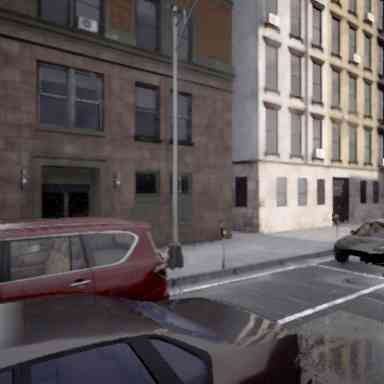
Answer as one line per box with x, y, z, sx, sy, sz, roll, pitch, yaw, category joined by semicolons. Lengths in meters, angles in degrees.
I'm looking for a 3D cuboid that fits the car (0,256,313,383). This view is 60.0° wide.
-1.382;1.558;2.100;5.357;1.411;2.033;0;0;-39;car

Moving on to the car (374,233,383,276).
6.443;1.614;7.822;4.718;1.301;1.895;0;0;-36;car

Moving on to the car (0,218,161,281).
-2.637;1.335;4.289;5.009;1.841;2.192;0;0;-36;car

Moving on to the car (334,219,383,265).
6.507;1.588;11.024;4.313;1.339;1.947;0;0;-36;car
